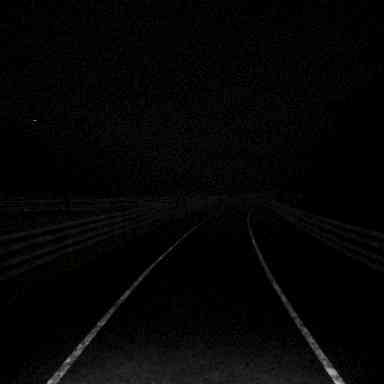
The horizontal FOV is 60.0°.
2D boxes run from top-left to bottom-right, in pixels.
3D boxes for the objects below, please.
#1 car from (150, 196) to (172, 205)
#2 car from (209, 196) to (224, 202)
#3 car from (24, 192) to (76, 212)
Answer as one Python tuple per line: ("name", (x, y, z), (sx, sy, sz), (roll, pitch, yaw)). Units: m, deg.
("car", (-5.037, 1.457, 54.583), (1.812, 1.442, 4.674), (0, 0, 28))
("car", (5.277, 1.608, 74.074), (2.033, 1.411, 5.357), (0, 0, 28))
("car", (-15.107, 1.019, 35.548), (2.150, 2.045, 5.566), (0, 0, 28))
